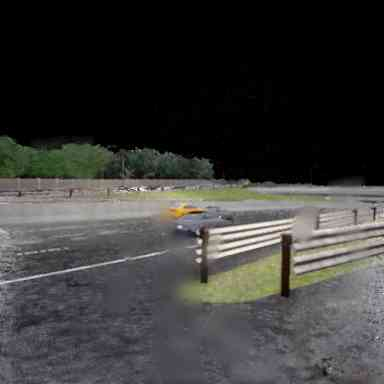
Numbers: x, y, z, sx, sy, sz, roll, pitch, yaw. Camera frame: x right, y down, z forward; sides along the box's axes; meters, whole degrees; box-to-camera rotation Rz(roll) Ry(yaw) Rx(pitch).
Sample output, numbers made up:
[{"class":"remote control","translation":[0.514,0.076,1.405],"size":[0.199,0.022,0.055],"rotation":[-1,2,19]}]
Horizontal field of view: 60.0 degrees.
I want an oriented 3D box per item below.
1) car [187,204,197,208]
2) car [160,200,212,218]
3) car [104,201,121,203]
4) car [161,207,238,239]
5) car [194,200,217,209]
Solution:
[{"class":"car","translation":[1.890,1.823,25.746],"size":[1.994,1.385,4.181],"rotation":[1,0,36]},{"class":"car","translation":[-0.599,1.705,28.271],"size":[1.882,1.535,5.008],"rotation":[1,0,36]},{"class":"car","translation":[-9.835,1.727,39.696],"size":[1.895,1.301,4.718],"rotation":[1,0,36]},{"class":"car","translation":[0.591,1.748,18.192],"size":[1.994,1.385,4.181],"rotation":[1,-1,36]},{"class":"car","translation":[2.339,2.088,56.359],"size":[1.994,1.385,4.181],"rotation":[1,-1,36]}]
